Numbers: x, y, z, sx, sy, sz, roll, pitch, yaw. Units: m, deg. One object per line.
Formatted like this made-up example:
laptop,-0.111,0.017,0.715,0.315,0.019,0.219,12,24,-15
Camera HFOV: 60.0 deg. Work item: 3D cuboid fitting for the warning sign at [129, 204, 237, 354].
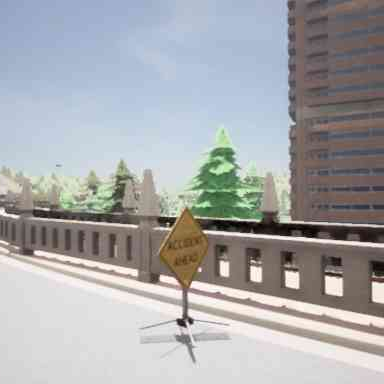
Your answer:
warning sign,-0.113,1.145,5.093,1.060,1.860,1.300,-1,0,37
